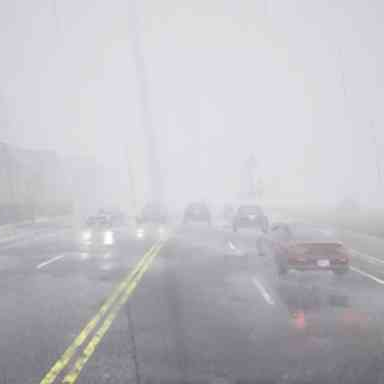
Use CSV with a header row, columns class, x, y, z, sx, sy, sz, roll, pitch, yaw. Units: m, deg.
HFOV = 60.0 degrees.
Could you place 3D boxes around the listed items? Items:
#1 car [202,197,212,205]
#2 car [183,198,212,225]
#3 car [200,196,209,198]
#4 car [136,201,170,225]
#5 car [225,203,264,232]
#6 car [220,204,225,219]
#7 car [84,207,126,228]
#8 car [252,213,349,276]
class,x,y,z,sx,sy,sz,roll,pitch,yaw
car,3.637,2.144,80.947,2.097,1.767,4.553,0,-1,5
car,0.422,1.598,26.644,2.097,1.767,4.553,0,-1,2
car,2.684,1.881,69.018,2.150,2.045,5.566,0,-1,5
car,-2.955,1.590,25.880,2.097,1.767,4.553,0,-1,2
car,3.511,1.553,21.516,2.097,1.767,4.553,0,-1,1
car,3.842,1.795,32.484,2.128,1.511,4.902,0,-1,2
car,-6.253,1.823,24.424,1.895,1.301,4.718,0,-1,2
car,3.312,1.626,10.602,1.812,1.442,4.674,0,-1,1
